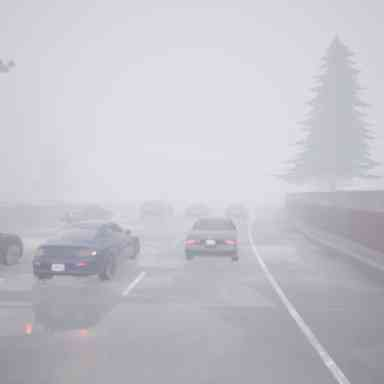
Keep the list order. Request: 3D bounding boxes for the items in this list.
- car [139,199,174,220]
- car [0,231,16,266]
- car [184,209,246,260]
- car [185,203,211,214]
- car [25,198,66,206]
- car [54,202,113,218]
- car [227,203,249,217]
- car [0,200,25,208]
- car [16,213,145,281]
[{"bbox_3d":[-3.155,1.505,30.558,2.097,1.767,4.553,0,0,13],"label":"car"},{"bbox_3d":[-6.470,1.514,8.809,2.128,1.511,4.902,0,0,4],"label":"car"},{"bbox_3d":[0.847,1.621,12.803,2.033,1.411,5.357,0,0,6],"label":"car"},{"bbox_3d":[0.695,1.739,31.624,1.994,1.385,4.181,0,0,14],"label":"car"},{"bbox_3d":[-16.026,1.492,37.569,2.097,1.767,4.553,0,0,15],"label":"car"},{"bbox_3d":[-7.882,1.654,25.416,2.033,1.411,5.357,0,0,11],"label":"car"},{"bbox_3d":[4.356,1.755,31.865,1.994,1.385,4.181,0,0,14],"label":"car"},{"bbox_3d":[-19.693,1.725,37.514,1.895,1.301,4.718,0,0,14],"label":"car"},{"bbox_3d":[-2.893,1.568,9.891,1.812,1.442,4.674,0,0,4],"label":"car"}]
